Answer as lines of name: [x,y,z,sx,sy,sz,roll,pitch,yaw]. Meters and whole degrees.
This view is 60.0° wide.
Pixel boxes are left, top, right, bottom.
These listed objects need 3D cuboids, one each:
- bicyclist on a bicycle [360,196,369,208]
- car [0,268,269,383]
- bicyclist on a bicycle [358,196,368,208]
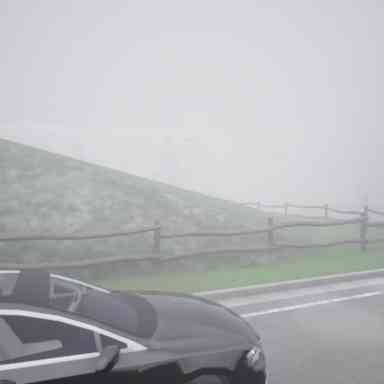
bicyclist on a bicycle: [22.975,1.298,43.759,1.656,1.620,0.582,0,0,-44]
car: [-1.619,1.491,2.909,4.902,1.511,2.128,0,0,-23]
bicyclist on a bicycle: [22.666,1.298,44.080,1.656,1.620,0.582,0,0,-44]
